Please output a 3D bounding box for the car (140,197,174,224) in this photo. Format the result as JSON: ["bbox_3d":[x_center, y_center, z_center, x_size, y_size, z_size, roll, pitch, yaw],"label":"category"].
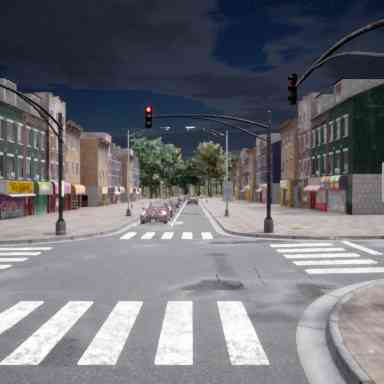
[{"bbox_3d":[-2.641,1.445,24.583,1.967,1.590,4.097,-1,0,0],"label":"car"}]

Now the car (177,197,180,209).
[{"bbox_3d":[-2.636,1.579,35.452,1.947,1.339,4.313,-1,0,0],"label":"car"}]

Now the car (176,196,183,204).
[{"bbox_3d":[-2.634,1.570,46.322,1.887,1.381,4.507,-1,0,0],"label":"car"}]

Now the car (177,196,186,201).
[{"bbox_3d":[-2.623,1.652,84.365,1.947,1.339,4.313,-1,0,0],"label":"car"}]

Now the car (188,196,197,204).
[{"bbox_3d":[0.112,1.535,68.463,1.882,1.535,5.008,0,0,0],"label":"car"}]

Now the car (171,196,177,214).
[{"bbox_3d":[-2.639,1.448,30.018,1.967,1.590,4.097,-1,0,0],"label":"car"}]

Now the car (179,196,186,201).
[{"bbox_3d":[-2.621,1.679,89.800,1.802,1.307,4.206,-1,0,0],"label":"car"}]

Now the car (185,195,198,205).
[{"bbox_3d":[0.114,1.570,59.348,1.812,1.442,4.674,0,0,0],"label":"car"}]
